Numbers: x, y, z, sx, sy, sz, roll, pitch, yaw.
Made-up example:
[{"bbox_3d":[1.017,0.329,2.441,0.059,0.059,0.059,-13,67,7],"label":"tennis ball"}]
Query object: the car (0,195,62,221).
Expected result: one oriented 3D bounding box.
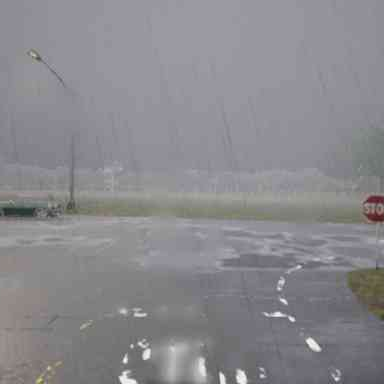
[{"bbox_3d":[-11.426,0.951,22.799,4.553,1.767,2.097,2,1,0],"label":"car"}]
